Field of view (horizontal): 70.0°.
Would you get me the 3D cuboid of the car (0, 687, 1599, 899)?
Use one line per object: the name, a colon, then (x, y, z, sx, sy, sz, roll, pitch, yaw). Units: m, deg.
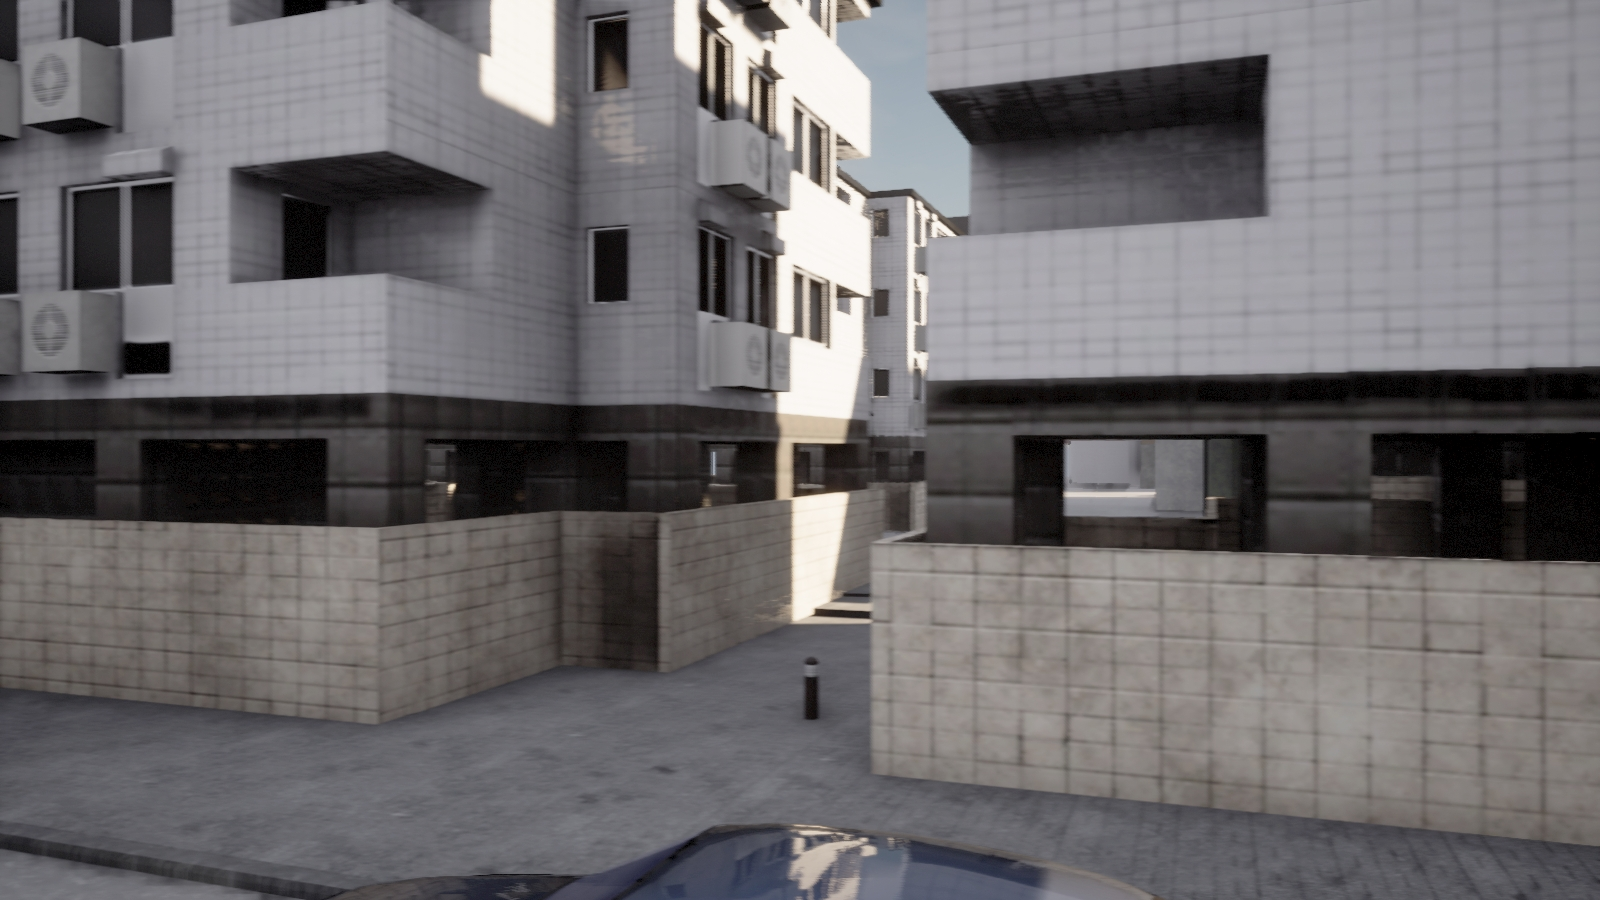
car: (-0.020, 1.887, 3.830, 5.357, 1.411, 2.033, 0, 0, 20)
